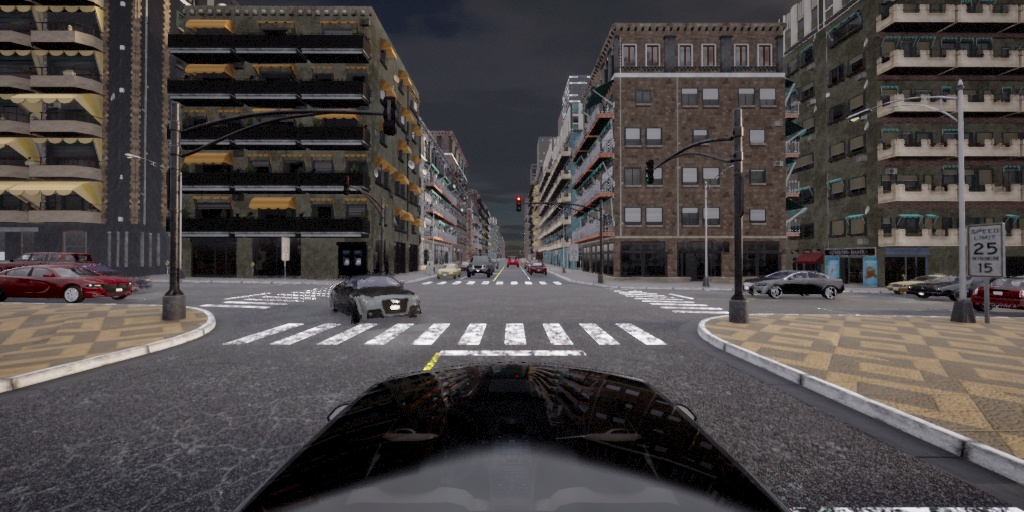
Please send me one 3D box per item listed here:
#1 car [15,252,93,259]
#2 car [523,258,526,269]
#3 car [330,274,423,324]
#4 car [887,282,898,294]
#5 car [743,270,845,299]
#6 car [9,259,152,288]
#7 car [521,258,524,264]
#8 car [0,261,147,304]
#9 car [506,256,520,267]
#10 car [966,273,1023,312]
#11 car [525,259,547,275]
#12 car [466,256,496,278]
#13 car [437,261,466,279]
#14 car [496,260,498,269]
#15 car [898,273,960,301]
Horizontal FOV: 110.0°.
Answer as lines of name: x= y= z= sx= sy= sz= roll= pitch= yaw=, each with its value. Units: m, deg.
car: x=-28.627 y=0.686 z=21.969 sx=5.009 sy=1.841 sz=2.192 roll=0 pitch=0 yaw=0
car: x=2.731 y=1.200 z=43.821 sx=1.967 sy=1.591 sz=4.097 roll=0 pitch=0 yaw=0
car: x=-4.659 y=1.312 z=12.078 sx=1.994 sy=1.385 sz=4.181 roll=1 pitch=0 yaw=-39
car: x=26.266 y=1.755 z=22.300 sx=4.829 sy=1.417 sz=1.751 roll=0 pitch=0 yaw=0
car: x=15.323 y=1.522 z=19.678 sx=4.902 sy=1.511 sz=2.128 roll=1 pitch=-1 yaw=-1
car: x=-19.745 y=1.000 z=16.244 sx=5.357 sy=1.411 sz=2.033 roll=1 pitch=-1 yaw=0
car: x=2.741 y=1.346 z=54.868 sx=1.802 sy=1.307 sz=4.207 roll=0 pitch=0 yaw=0
car: x=-17.251 y=1.011 z=13.664 sx=4.507 sy=1.381 sz=1.888 roll=0 pitch=0 yaw=0
car: x=0.159 y=0.990 z=64.530 sx=2.150 sy=2.045 sz=5.566 roll=0 pitch=0 yaw=0
car: x=20.846 y=1.500 z=13.950 sx=4.097 sy=1.591 sz=1.967 roll=0 pitch=0 yaw=0
car: x=2.726 y=1.303 z=38.297 sx=1.888 sy=1.381 sz=4.507 roll=0 pitch=0 yaw=0
car: x=-3.068 y=0.979 z=35.202 sx=2.150 sy=2.045 sz=5.566 roll=0 pitch=0 yaw=0
car: x=-5.660 y=1.282 z=32.626 sx=1.751 sy=1.417 sz=4.829 roll=0 pitch=0 yaw=0
car: x=-3.057 y=1.265 z=45.241 sx=1.837 sy=1.490 sz=4.892 roll=0 pitch=0 yaw=0
car: x=25.182 y=1.732 z=19.739 sx=5.357 sy=1.411 sz=2.033 roll=1 pitch=-1 yaw=0
